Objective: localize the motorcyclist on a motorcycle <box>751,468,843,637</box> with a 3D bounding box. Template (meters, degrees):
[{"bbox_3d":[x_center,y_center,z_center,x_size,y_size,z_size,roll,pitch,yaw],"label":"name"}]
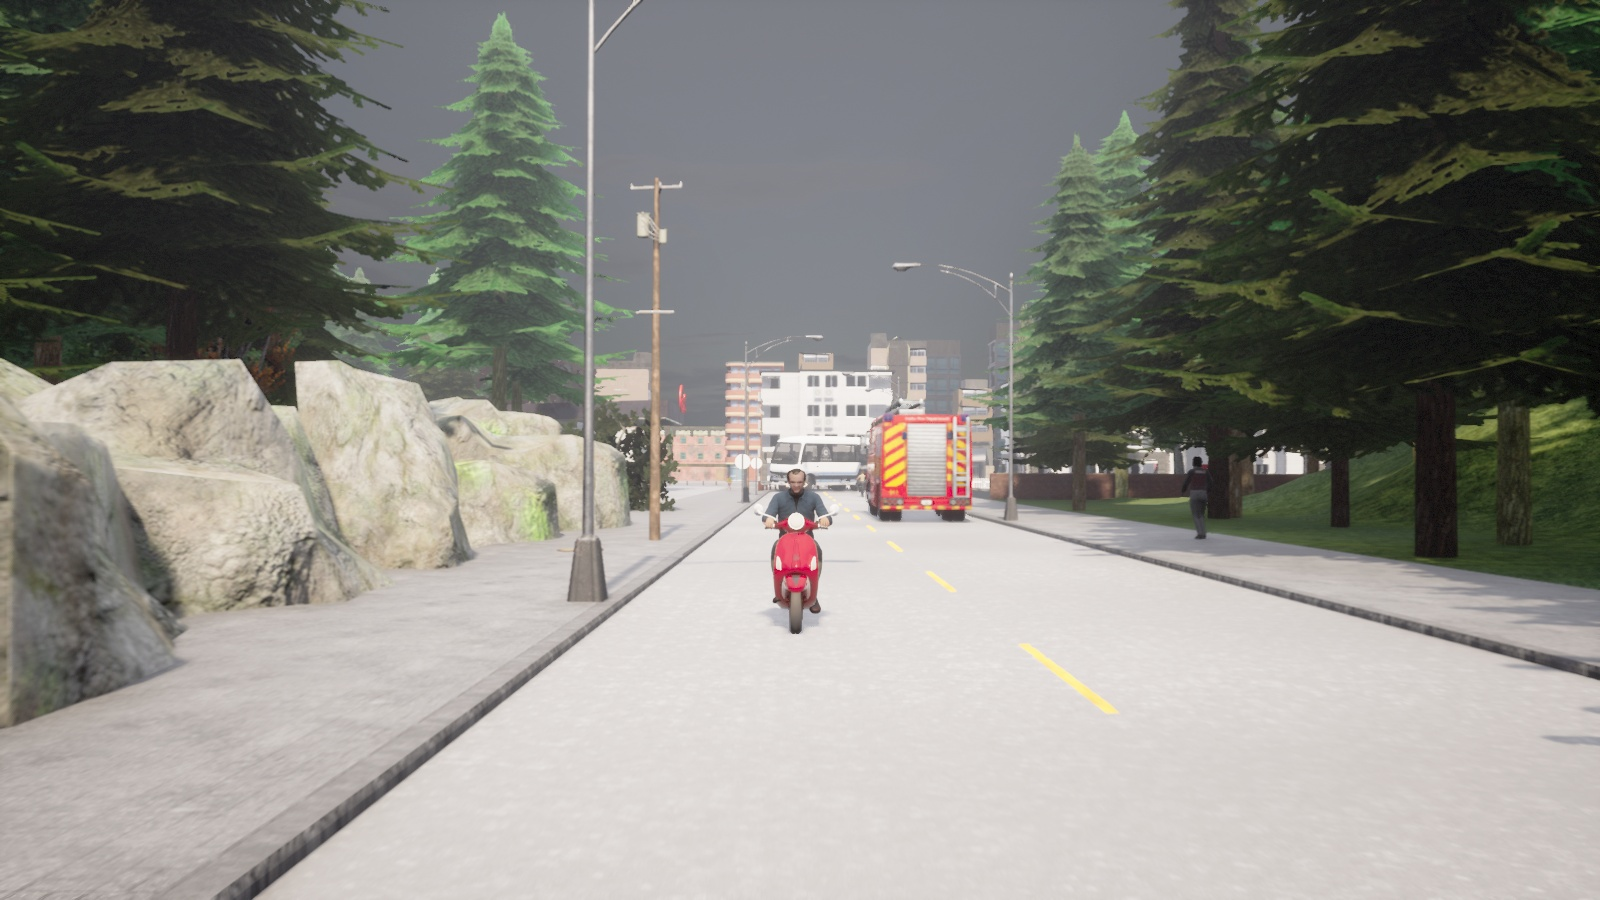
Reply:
[{"bbox_3d":[-0.030,0.981,12.734,0.866,1.590,1.817,0,-1,0],"label":"motorcyclist on a motorcycle"}]

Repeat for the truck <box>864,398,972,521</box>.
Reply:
[{"bbox_3d":[3.893,0.359,43.300,2.891,3.827,8.468,0,-1,0],"label":"truck"}]

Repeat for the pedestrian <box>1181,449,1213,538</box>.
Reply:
[{"bbox_3d":[8.712,0.951,27.560,0.402,1.930,0.666,0,-1,-7],"label":"pedestrian"}]

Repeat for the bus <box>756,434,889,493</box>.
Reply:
[{"bbox_3d":[1.848,1.037,96.807,10.273,4.253,3.944,1,1,-43],"label":"bus"}]
